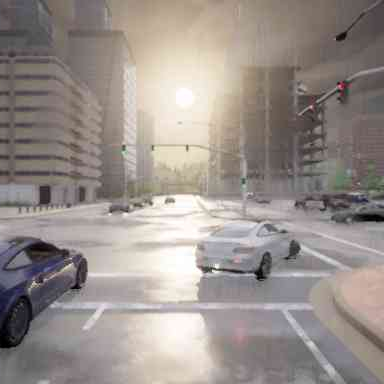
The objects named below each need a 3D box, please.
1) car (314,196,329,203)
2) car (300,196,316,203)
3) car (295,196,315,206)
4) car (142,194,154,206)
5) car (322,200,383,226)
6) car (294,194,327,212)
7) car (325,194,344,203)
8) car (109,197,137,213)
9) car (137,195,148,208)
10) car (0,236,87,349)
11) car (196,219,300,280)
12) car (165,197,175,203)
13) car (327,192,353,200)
[{"bbox_3d":[27.290,1.487,70.147,1.784,1.438,3.905,0,0,0],"label":"car"},{"bbox_3d":[24.394,1.519,70.138,1.970,1.475,3.806,0,0,0],"label":"car"},{"bbox_3d":[18.675,1.492,55.018,1.970,1.475,3.806,0,0,0],"label":"car"},{"bbox_3d":[-8.102,1.329,59.193,2.150,2.045,5.566,0,0,-1],"label":"car"},{"bbox_3d":[12.144,1.532,23.353,4.902,1.511,2.128,0,0,0],"label":"car"},{"bbox_3d":[13.132,1.220,37.587,1.932,1.855,4.605,0,0,0],"label":"car"},{"bbox_3d":[29.973,1.276,70.206,1.932,1.855,4.605,0,0,0],"label":"car"},{"bbox_3d":[-8.018,1.422,38.162,2.097,1.767,4.553,0,0,0],"label":"car"},{"bbox_3d":[-8.079,1.566,48.612,1.882,1.535,5.008,0,0,0],"label":"car"},{"bbox_3d":[-3.424,1.537,6.137,1.812,1.442,4.674,0,0,0],"label":"car"},{"bbox_3d":[1.776,1.544,10.066,1.812,1.442,4.674,-1,0,30],"label":"car"},{"bbox_3d":[-4.643,1.682,71.271,1.994,1.385,4.181,0,0,0],"label":"car"},{"bbox_3d":[16.027,1.222,37.542,1.905,1.878,3.866,0,0,0],"label":"car"}]
